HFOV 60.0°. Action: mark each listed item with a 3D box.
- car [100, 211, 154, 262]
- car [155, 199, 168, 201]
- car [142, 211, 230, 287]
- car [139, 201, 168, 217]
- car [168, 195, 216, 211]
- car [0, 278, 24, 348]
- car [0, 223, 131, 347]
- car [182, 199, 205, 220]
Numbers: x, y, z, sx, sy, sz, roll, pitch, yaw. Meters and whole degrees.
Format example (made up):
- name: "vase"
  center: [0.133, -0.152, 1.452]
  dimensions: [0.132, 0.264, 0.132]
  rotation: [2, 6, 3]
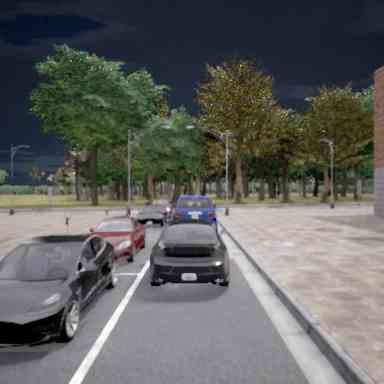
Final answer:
- name: "car"
  center: [-2.630, 1.560, 11.869]
  dimensions: [1.802, 1.307, 4.206]
  rotation: [-1, 0, 0]
- name: "car"
  center: [-2.605, 1.389, 28.173]
  dimensions: [1.967, 1.590, 4.097]
  rotation: [-1, 0, 0]
- name: "car"
  center: [-0.031, 1.487, 9.231]
  dimensions: [1.837, 1.490, 4.892]
  rotation: [0, 0, 1]
- name: "car"
  center: [-2.612, 1.524, 22.739]
  dimensions: [1.947, 1.339, 4.313]
  rotation: [-1, 0, 0]
- name: "car"
  center: [0.126, 1.189, 17.531]
  dimensions: [2.150, 2.045, 5.566]
  rotation: [0, 0, 0]
- name: "car"
  center: [-2.647, 1.549, 0.999]
  dimensions: [2.008, 1.369, 4.403]
  rotation: [-1, 0, 0]
- name: "car"
  center: [-2.638, 1.553, 6.434]
  dimensions: [1.947, 1.339, 4.313]
  rotation: [-1, 0, 0]
- name: "car"
  center: [0.049, 1.454, 28.519]
  dimensions: [1.837, 1.490, 4.892]
  rotation: [0, 1, -2]
